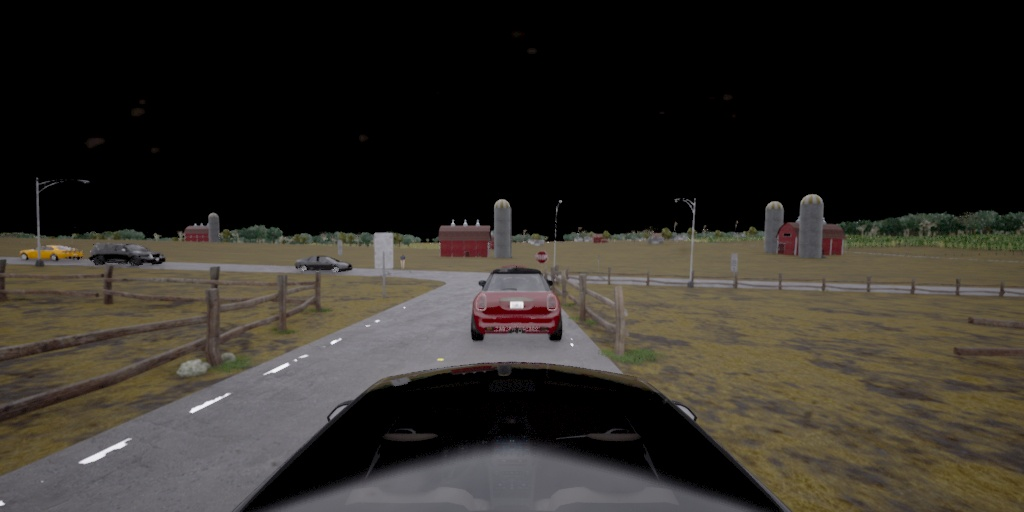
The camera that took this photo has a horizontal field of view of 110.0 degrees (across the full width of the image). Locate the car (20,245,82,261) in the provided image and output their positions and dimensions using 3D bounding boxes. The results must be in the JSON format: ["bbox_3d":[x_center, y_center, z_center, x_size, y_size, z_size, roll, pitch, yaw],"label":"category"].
[{"bbox_3d":[-46.711,-0.337,36.377,5.008,1.535,1.882,2,3,1],"label":"car"}]

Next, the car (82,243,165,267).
[{"bbox_3d":[-35.809,-0.117,33.422,5.566,2.045,2.150,2,3,0],"label":"car"}]

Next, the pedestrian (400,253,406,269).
[{"bbox_3d":[-11.975,0.529,39.244,0.375,1.860,0.375,0,1,0],"label":"pedestrian"}]

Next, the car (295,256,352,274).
[{"bbox_3d":[-17.445,0.775,33.322,4.892,1.490,1.837,2,3,0],"label":"car"}]

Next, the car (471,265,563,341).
[{"bbox_3d":[0.109,1.095,10.017,2.097,1.767,4.553,0,0,0],"label":"car"}]
